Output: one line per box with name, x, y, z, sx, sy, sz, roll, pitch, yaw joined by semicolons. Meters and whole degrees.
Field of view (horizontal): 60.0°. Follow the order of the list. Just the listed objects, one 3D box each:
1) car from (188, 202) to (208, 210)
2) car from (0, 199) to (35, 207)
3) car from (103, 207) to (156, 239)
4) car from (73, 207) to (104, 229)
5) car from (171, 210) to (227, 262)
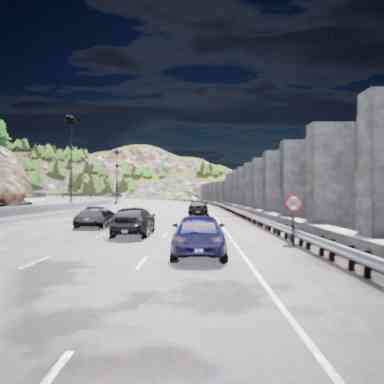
car;0.582;1.681;33.096;1.882;1.535;5.008;0;0;0
car;-20.498;1.715;39.533;2.128;1.511;4.902;0;0;0
car;-3.150;1.615;18.181;1.837;1.490;4.892;0;0;1
car;-6.563;1.698;22.808;1.994;1.385;4.181;0;0;1
car;0.243;1.602;12.265;1.812;1.442;4.674;0;0;1
